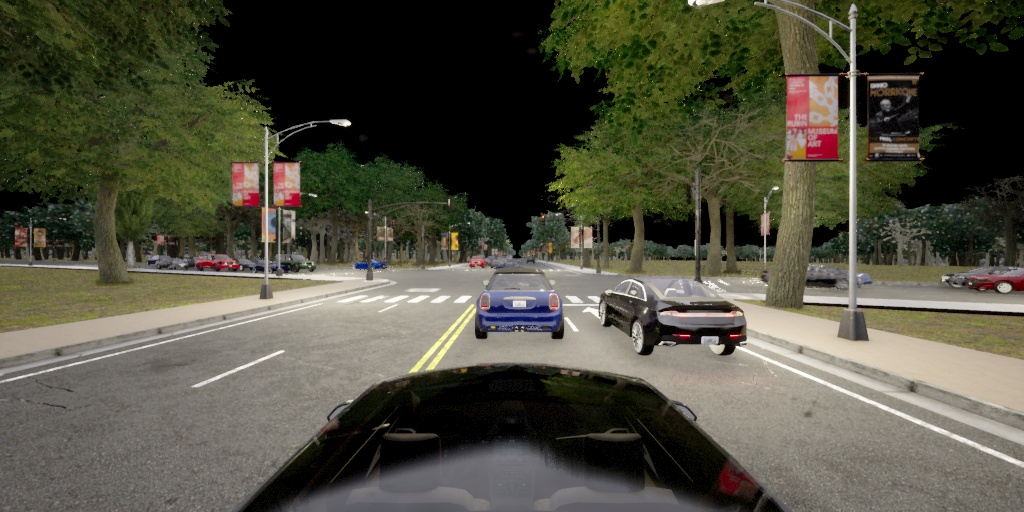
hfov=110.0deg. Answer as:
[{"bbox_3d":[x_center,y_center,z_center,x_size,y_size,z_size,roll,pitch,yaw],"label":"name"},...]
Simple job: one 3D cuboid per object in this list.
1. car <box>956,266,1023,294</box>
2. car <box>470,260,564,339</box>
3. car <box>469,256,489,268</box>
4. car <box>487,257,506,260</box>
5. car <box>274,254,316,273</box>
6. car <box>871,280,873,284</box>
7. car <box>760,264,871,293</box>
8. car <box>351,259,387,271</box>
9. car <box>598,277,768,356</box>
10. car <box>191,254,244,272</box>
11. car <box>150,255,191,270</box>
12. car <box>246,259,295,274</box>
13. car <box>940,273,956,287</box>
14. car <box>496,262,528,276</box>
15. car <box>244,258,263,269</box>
[{"bbox_3d":[30.143,1.416,20.773,5.008,1.535,1.882,0,0,24],"label":"car"},{"bbox_3d":[0.201,1.102,10.217,2.097,1.767,4.553,0,0,1],"label":"car"},{"bbox_3d":[-5.563,0.981,58.276,2.150,2.045,5.566,0,0,1],"label":"car"},{"bbox_3d":[-2.345,1.265,56.502,1.837,1.490,4.892,0,0,1],"label":"car"},{"bbox_3d":[-25.503,0.843,41.900,5.566,2.045,2.150,0,0,24],"label":"car"},{"bbox_3d":[21.163,1.430,24.811,5.357,1.411,2.033,0,0,21],"label":"car"},{"bbox_3d":[18.409,1.366,22.304,4.902,1.511,2.128,0,0,25],"label":"car"},{"bbox_3d":[-18.312,1.122,45.870,5.008,1.535,1.882,0,1,22],"label":"car"},{"bbox_3d":[3.436,1.242,8.627,2.128,1.511,4.902,0,0,0],"label":"car"},{"bbox_3d":[-35.062,0.799,42.606,5.566,2.045,2.150,0,0,24],"label":"car"},{"bbox_3d":[-44.252,1.023,46.733,4.902,1.511,2.128,0,0,24],"label":"car"},{"bbox_3d":[-25.999,1.227,38.544,4.718,1.301,1.895,0,0,27],"label":"car"},{"bbox_3d":[31.841,1.432,23.572,4.902,1.511,2.128,0,0,24],"label":"car"},{"bbox_3d":[-0.100,1.346,38.498,1.895,1.301,4.718,0,0,-21],"label":"car"},{"bbox_3d":[-34.661,1.077,45.997,4.892,1.490,1.837,0,0,24],"label":"car"}]
